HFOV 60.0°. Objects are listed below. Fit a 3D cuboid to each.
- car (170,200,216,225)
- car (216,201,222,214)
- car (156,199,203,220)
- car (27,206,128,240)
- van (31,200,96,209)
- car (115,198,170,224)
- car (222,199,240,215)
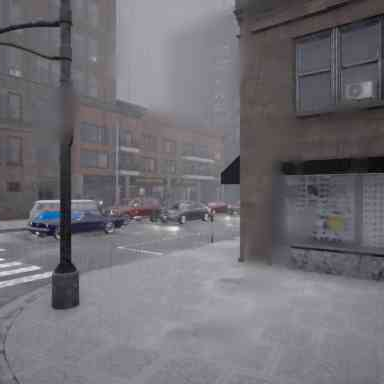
[{"bbox_3d":[-0.449,1.529,24.883,1.837,1.490,4.892,0,0,36],"label":"car"},{"bbox_3d":[2.276,1.575,33.364,1.887,1.381,4.507,0,0,36],"label":"car"},{"bbox_3d":[-1.002,1.466,28.829,1.967,1.590,4.097,0,0,36],"label":"car"},{"bbox_3d":[-5.920,1.617,17.353,1.895,1.301,4.718,0,0,37],"label":"car"},{"bbox_3d":[-7.556,1.358,19.757,1.690,1.788,3.998,0,0,36],"label":"van"},{"bbox_3d":[-4.279,1.337,24.293,2.192,1.841,5.009,0,0,36],"label":"car"},{"bbox_3d":[5.323,1.385,32.858,2.097,1.767,4.553,0,0,36],"label":"car"}]
